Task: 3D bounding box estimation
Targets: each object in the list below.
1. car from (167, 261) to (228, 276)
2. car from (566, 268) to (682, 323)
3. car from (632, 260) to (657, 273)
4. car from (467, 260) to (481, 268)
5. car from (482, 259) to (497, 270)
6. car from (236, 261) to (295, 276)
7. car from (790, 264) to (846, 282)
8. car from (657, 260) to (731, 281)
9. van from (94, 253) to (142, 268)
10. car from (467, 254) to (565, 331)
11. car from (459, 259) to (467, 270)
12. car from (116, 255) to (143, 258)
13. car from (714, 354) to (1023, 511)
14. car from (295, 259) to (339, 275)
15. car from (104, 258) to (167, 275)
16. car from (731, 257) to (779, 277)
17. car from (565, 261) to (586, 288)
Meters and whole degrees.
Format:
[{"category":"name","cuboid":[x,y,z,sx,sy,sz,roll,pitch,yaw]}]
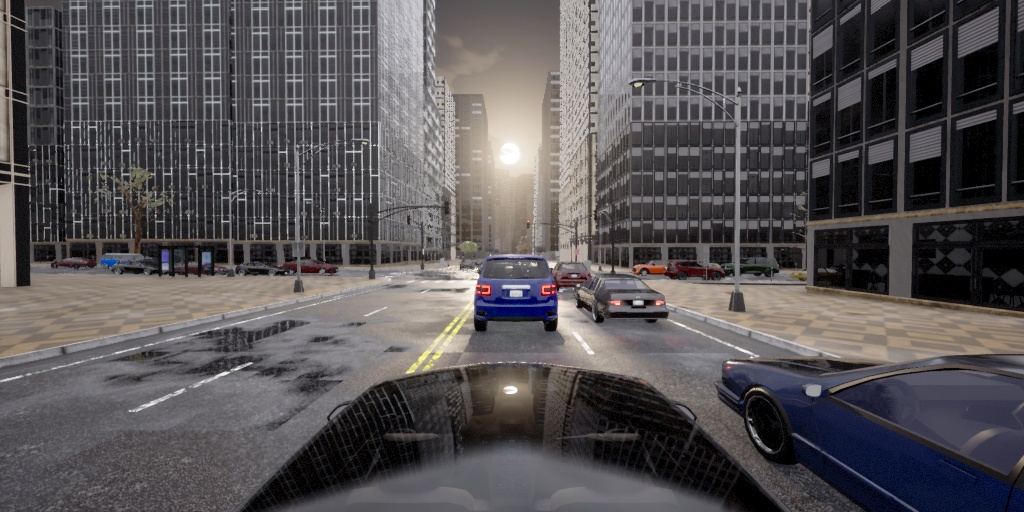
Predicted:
[{"category":"car","cuboid":[-28.406,1.136,32.784,4.207,1.307,1.802,0,0,1]},{"category":"car","cuboid":[3.354,1.292,12.054,2.033,1.411,5.357,0,0,0]},{"category":"car","cuboid":[15.048,1.200,37.882,4.553,1.767,2.097,0,1,0]},{"category":"car","cuboid":[-6.551,1.301,62.824,1.895,1.301,4.718,0,0,0]},{"category":"car","cuboid":[-3.319,1.189,53.411,1.882,1.535,5.008,0,0,0]},{"category":"car","cuboid":[-22.722,1.172,32.649,4.313,1.339,1.948,0,0,1]},{"category":"car","cuboid":[27.651,1.577,31.908,4.829,1.417,1.751,0,0,1]},{"category":"car","cuboid":[16.203,1.267,32.108,5.009,1.841,2.192,0,0,1]},{"category":"van","cuboid":[-45.275,0.603,41.624,3.998,1.789,1.690,0,0,1]},{"category":"car","cuboid":[0.100,0.967,11.052,2.150,2.045,5.566,0,0,0]},{"category":"car","cuboid":[-6.585,1.218,52.521,1.837,1.490,4.892,0,0,-1]},{"category":"car","cuboid":[-35.647,0.936,35.626,4.902,1.511,2.128,1,1,1]},{"category":"car","cuboid":[3.351,1.297,1.874,2.033,1.411,5.357,0,0,1]},{"category":"car","cuboid":[-19.750,1.067,35.296,5.008,1.535,1.882,1,1,0]},{"category":"car","cuboid":[-34.087,1.068,32.959,4.313,1.339,1.948,0,0,1]},{"category":"car","cuboid":[24.900,1.156,37.730,5.566,2.045,2.150,1,1,1]},{"category":"car","cuboid":[3.355,1.091,21.461,2.097,1.767,4.553,0,0,0]}]
